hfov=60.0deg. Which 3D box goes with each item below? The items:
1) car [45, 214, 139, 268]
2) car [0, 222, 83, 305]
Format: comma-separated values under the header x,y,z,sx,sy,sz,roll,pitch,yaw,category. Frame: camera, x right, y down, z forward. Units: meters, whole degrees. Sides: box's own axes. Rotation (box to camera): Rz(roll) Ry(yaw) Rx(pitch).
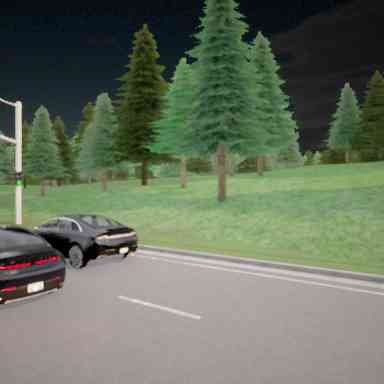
x,y,z,sx,sy,sz,roll,pitch,yaw,category
-3.957,1.484,11.113,4.902,1.511,2.128,0,0,36,car
-4.809,1.496,7.426,4.892,1.490,1.837,-1,0,35,car
